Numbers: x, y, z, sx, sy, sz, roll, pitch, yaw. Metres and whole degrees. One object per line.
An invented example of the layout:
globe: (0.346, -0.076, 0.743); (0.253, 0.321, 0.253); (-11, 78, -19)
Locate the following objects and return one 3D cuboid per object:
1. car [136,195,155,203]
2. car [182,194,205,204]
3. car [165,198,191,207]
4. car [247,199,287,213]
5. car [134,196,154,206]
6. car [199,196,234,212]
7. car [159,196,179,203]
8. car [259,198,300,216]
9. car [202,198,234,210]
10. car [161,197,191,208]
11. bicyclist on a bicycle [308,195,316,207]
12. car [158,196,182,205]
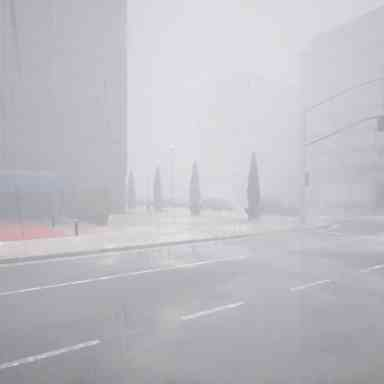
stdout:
car: (-9.891, 1.520, 70.420); (2.128, 1.511, 4.902); (0, 0, -35)
car: (0.256, 1.352, 62.167); (2.097, 1.767, 4.553); (0, 0, -35)
car: (-2.298, 1.601, 53.257); (1.895, 1.301, 4.718); (0, 0, -35)
car: (8.433, 1.564, 37.833); (1.994, 1.385, 4.181); (0, 0, -35)
car: (-8.199, 1.526, 55.646); (1.812, 1.442, 4.674); (0, 0, -34)
car: (2.922, 1.491, 39.622); (2.128, 1.511, 4.902); (0, 0, -35)
car: (-4.875, 1.601, 69.501); (1.895, 1.301, 4.718); (0, 0, -35)
car: (8.123, 1.352, 32.152); (2.097, 1.767, 4.553); (0, 0, -35)
car: (3.429, 1.526, 45.021); (1.812, 1.442, 4.674); (0, 0, -35)
car: (-2.648, 1.547, 47.623); (2.033, 1.411, 5.357); (0, 0, -35)
bicyclist on a bicycle: (16.852, 1.301, 46.709); (1.656, 1.620, 0.582); (0, 0, -35)
car: (-4.170, 1.547, 62.396); (2.033, 1.411, 5.357); (0, 0, -35)
